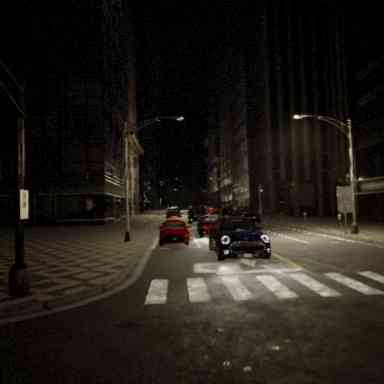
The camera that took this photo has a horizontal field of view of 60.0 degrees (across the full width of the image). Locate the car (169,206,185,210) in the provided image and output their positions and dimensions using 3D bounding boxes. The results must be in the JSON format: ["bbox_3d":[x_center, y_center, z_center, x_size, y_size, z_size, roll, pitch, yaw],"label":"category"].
[{"bbox_3d":[-2.232,3.038,42.662,2.192,1.841,5.009,-1,-2,-3],"label":"car"}]

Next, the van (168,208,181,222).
[{"bbox_3d":[-2.529,3.278,48.274,1.690,1.788,3.998,-1,-2,-3],"label":"van"}]

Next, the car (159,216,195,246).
[{"bbox_3d":[-1.036,2.394,20.201,1.887,1.381,4.507,-1,-2,-3],"label":"car"}]

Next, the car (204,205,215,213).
[{"bbox_3d":[4.193,4.286,82.409,2.192,1.841,5.009,-1,-2,-3],"label":"car"}]

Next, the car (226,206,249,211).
[{"bbox_3d":[6.279,2.813,43.120,2.192,1.841,5.009,-1,-2,-3],"label":"car"}]

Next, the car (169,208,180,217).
[{"bbox_3d":[-3.421,4.009,65.109,1.967,1.590,4.097,-1,-2,-3],"label":"car"}]

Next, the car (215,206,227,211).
[{"bbox_3d":[5.683,3.240,54.345,2.192,1.841,5.009,-1,-2,-3],"label":"car"}]

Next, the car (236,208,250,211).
[{"bbox_3d":[6.581,2.848,37.498,1.947,1.339,4.313,-1,-2,-3],"label":"car"}]

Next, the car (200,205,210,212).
[{"bbox_3d":[3.596,4.700,93.635,2.192,1.841,5.009,-1,-2,-3],"label":"car"}]

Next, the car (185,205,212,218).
[{"bbox_3d":[0.669,2.764,39.945,2.150,2.045,5.566,-1,-2,-4],"label":"car"}]

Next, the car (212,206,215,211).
[{"bbox_3d":[5.092,3.927,65.561,1.802,1.307,4.206,-1,-2,-3],"label":"car"}]

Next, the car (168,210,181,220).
[{"bbox_3d":[-2.823,3.700,53.879,2.008,1.369,4.403,-1,-2,-3],"label":"car"}]

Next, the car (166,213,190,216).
[{"bbox_3d":[-1.325,2.589,25.646,1.752,1.417,4.829,-1,-2,-3],"label":"car"}]

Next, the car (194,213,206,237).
[{"bbox_3d":[1.479,2.514,24.755,1.994,1.385,4.181,-2,-2,-3],"label":"car"}]

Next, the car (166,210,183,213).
[{"bbox_3d":[-1.929,3.051,37.040,1.887,1.381,4.507,-1,-2,-3],"label":"car"}]

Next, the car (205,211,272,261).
[{"bbox_3d":[1.997,1.913,14.856,2.097,1.767,4.553,-2,-2,-3],"label":"car"}]

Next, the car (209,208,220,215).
[{"bbox_3d":[4.793,4.098,71.175,1.887,1.381,4.507,-1,-2,-3],"label":"car"}]
